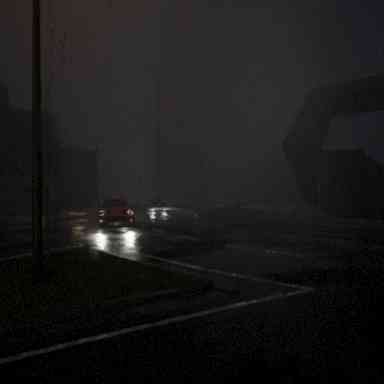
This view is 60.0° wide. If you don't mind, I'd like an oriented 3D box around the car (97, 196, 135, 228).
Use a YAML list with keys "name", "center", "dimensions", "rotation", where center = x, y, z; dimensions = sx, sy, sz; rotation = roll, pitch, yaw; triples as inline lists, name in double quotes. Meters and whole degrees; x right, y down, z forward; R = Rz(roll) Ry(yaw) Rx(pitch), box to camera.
- name: "car"
  center: [-4.746, 1.159, 20.542]
  dimensions: [2.097, 1.767, 4.553]
  rotation: [0, 1, -15]

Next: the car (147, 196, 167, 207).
- name: "car"
  center: [-4.474, 1.195, 42.102]
  dimensions: [1.895, 1.301, 4.718]
  rotation: [0, 1, -15]
